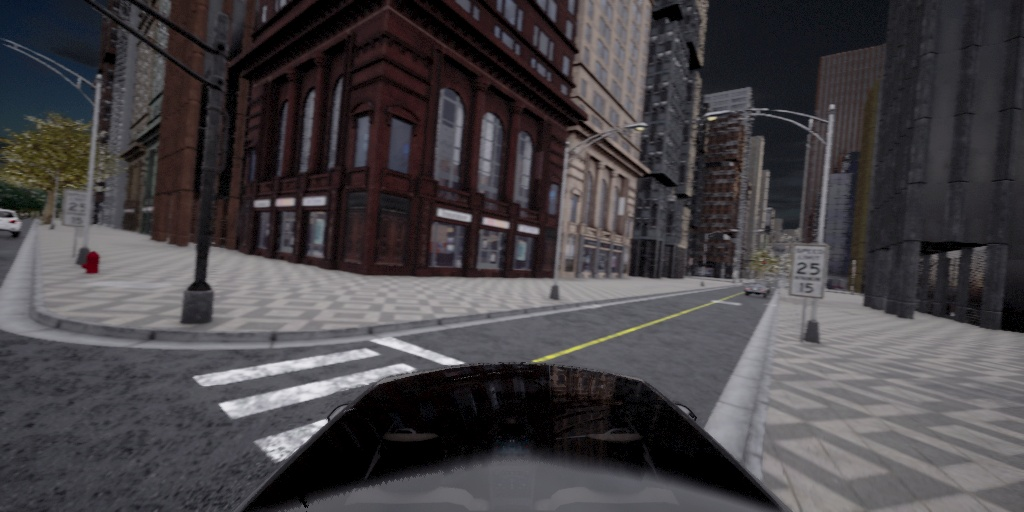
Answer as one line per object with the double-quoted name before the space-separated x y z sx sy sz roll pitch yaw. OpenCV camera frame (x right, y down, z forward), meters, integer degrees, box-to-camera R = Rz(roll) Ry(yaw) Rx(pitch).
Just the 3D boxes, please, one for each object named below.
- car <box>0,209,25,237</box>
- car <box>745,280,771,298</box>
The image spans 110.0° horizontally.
"car" -40.033 -2.637 27.902 5.566 2.045 2.150 5 0 37
"car" 26.275 3.606 38.558 2.033 1.411 5.357 5 0 37
